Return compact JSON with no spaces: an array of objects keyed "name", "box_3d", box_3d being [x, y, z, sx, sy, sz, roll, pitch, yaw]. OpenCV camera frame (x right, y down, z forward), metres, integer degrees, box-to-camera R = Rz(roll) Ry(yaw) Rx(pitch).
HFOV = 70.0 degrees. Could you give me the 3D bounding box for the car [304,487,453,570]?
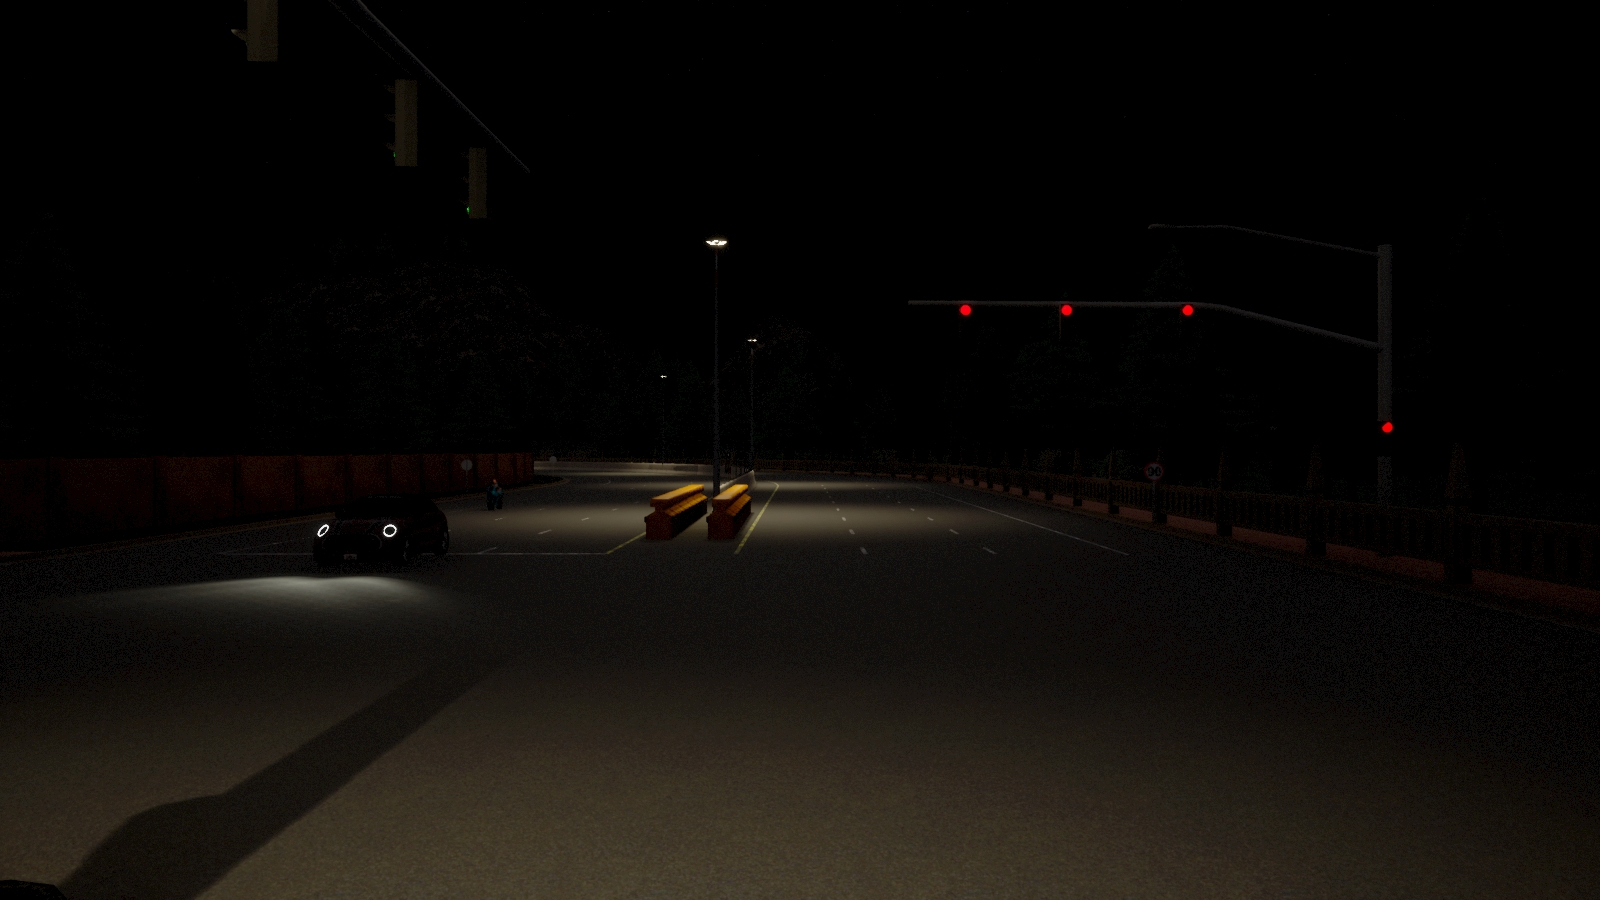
[{"name":"car","box_3d":[-10.504,1.906,28.861,2.097,1.767,4.553,0,0,0]}]
